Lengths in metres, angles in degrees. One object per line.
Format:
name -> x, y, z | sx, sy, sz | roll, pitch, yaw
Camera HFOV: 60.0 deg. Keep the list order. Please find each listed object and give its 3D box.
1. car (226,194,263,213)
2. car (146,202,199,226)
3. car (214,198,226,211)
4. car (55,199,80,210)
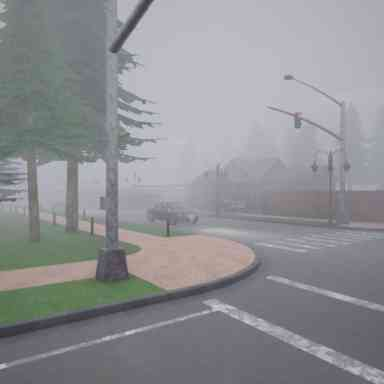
car -> 6.202, 1.158, 34.767 | 4.605, 1.855, 1.932 | 0, 0, -37
car -> -1.459, 1.474, 23.404 | 2.128, 1.511, 4.902 | 0, 0, -37
car -> 4.382, 1.159, 36.545 | 3.866, 1.878, 1.905 | 0, 0, -37
car -> -15.962, 1.586, 42.656 | 1.895, 1.301, 4.718 | 0, 0, -38
